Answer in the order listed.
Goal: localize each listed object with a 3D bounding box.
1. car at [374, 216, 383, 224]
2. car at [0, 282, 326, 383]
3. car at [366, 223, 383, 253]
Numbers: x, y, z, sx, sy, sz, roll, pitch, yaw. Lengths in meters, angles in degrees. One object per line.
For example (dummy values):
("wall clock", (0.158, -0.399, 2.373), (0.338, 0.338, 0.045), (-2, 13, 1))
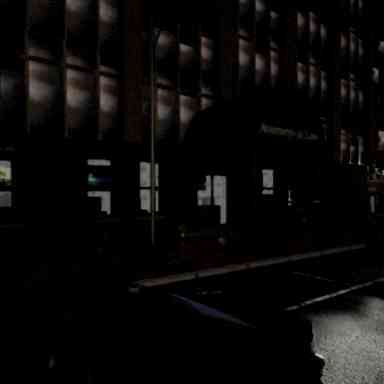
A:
("car", (9.140, 1.495, 13.619), (5.009, 1.841, 2.192), (1, -1, -37))
("car", (-1.146, 1.558, 2.530), (5.357, 1.411, 2.033), (1, -1, -37))
("car", (6.676, 1.610, 8.393), (4.902, 1.511, 2.128), (1, -1, -37))
